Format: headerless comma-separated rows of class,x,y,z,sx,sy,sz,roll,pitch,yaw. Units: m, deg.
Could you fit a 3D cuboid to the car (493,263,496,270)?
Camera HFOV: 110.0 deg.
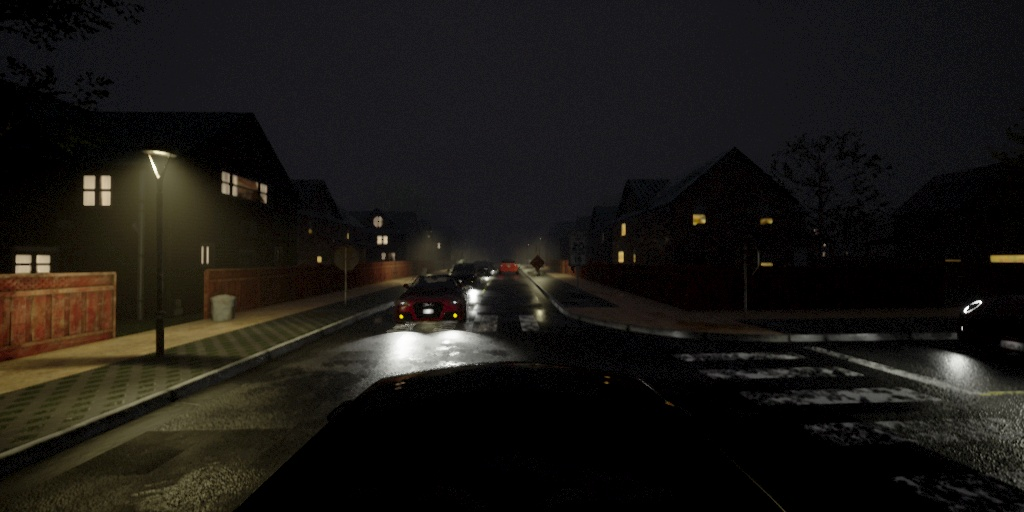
car,-3.388,1.437,52.828,1.994,1.385,4.181,0,0,-1

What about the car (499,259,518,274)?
car,-0.390,1.139,41.320,2.097,1.767,4.553,0,0,-1

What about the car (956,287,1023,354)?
car,11.294,1.013,6.597,4.553,1.767,2.097,0,-1,-2

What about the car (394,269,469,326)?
car,-2.486,1.299,11.595,1.994,1.385,4.181,0,0,-7

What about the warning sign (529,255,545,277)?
warning sign,2.170,0.866,30.299,1.300,1.860,1.060,0,0,-1

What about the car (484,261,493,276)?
car,-3.280,1.251,37.472,1.882,1.535,5.008,0,0,0

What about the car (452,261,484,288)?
car,-3.113,1.243,23.638,1.837,1.490,4.892,0,0,-1
